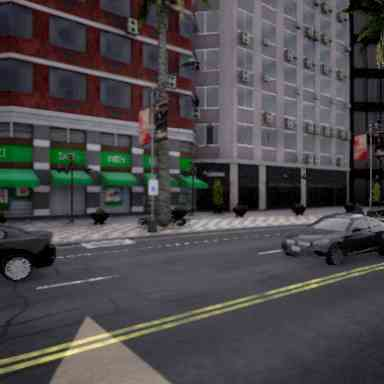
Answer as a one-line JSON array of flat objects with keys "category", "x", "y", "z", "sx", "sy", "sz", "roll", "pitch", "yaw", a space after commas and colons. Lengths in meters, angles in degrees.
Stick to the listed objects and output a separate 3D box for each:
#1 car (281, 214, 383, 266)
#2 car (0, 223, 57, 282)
[{"category": "car", "x": 5.232, "y": 1.515, "z": 11.646, "sx": 4.674, "sy": 1.442, "sz": 1.812, "roll": 0, "pitch": 0, "yaw": -32}, {"category": "car", "x": -6.042, "y": 1.475, "z": 8.230, "sx": 5.008, "sy": 1.535, "sz": 1.882, "roll": 0, "pitch": 0, "yaw": -35}]
